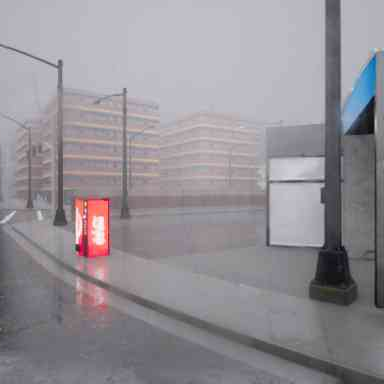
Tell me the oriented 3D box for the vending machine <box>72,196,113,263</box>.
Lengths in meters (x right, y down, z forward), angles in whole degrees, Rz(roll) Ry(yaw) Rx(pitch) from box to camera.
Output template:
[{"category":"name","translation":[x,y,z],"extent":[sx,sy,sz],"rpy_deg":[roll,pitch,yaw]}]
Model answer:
[{"category":"vending machine","translation":[-3.361,1.199,11.256],"extent":[1.100,2.100,0.880],"rpy_deg":[0,0,-36]}]
